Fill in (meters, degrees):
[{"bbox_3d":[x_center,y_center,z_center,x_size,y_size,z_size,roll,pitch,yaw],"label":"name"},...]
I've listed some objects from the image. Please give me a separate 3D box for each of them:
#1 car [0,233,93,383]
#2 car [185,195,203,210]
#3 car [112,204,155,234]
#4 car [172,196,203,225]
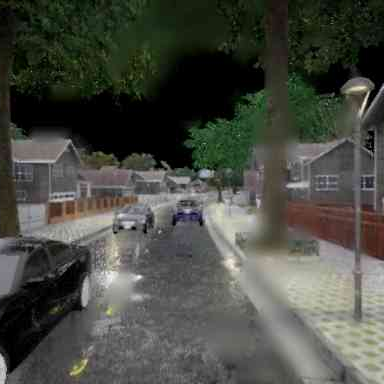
[{"bbox_3d":[-2.937,1.479,4.894,1.882,1.535,5.008,0,0,-1],"label":"car"},{"bbox_3d":[0.310,1.330,42.324,2.097,1.767,4.553,0,0,3],"label":"car"},{"bbox_3d":[-3.214,1.473,19.068,2.128,1.511,4.902,0,0,0],"label":"car"},{"bbox_3d":[-0.284,1.324,24.148,2.097,1.767,4.553,0,0,0],"label":"car"}]
